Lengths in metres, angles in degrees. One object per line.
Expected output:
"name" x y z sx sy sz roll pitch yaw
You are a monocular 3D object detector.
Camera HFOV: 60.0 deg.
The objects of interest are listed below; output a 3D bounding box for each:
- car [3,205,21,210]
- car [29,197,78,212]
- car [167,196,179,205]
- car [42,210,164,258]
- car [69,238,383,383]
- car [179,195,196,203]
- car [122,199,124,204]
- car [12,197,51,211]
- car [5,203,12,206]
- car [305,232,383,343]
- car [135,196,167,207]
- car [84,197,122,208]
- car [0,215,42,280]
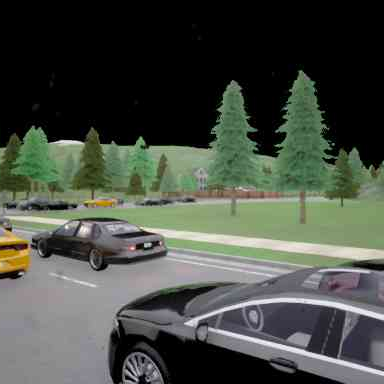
"car" -11.219 1.547 17.090 5.357 1.411 2.033 0 0 38
"car" -15.741 1.600 38.340 1.895 1.301 4.718 0 0 38
"car" -4.932 1.503 57.556 1.837 1.490 4.892 0 0 38
"car" -3.233 1.547 10.949 5.357 1.411 2.033 0 0 38
"car" 1.230 1.492 3.073 4.902 1.511 2.128 0 0 38
"car" -1.225 1.350 67.734 2.097 1.767 4.553 0 0 39
"car" -13.088 1.490 52.926 2.128 1.511 4.902 0 0 39
"car" -18.662 1.351 40.295 2.097 1.767 4.553 0 0 38
"car" -21.377 1.599 42.504 1.895 1.301 4.718 0 0 38
"car" 4.196 1.564 5.194 4.181 1.385 1.994 0 0 38
"car" -6.463 1.525 49.992 1.812 1.442 4.674 0 0 38
"car" -13.004 1.477 47.413 1.882 1.535 5.008 0 0 38
"car" -6.241 1.477 8.854 5.008 1.535 1.882 0 0 38
